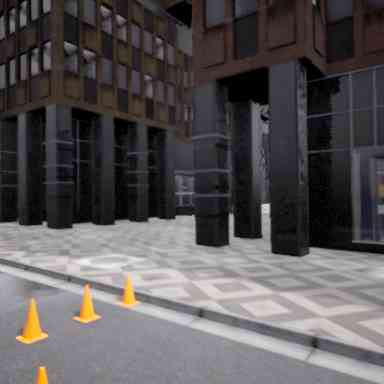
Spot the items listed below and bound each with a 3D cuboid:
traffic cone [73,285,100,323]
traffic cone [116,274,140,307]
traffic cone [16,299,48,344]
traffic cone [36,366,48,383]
[{"bbox_3d":[-1.878,1.960,5.942,0.340,0.580,0.340,0,0,36],"label":"traffic cone"},{"bbox_3d":[-1.292,1.966,6.754,0.340,0.580,0.340,0,-1,36],"label":"traffic cone"},{"bbox_3d":[-2.463,1.955,5.131,0.340,0.580,0.340,0,0,36],"label":"traffic cone"},{"bbox_3d":[-1.426,1.957,3.150,0.340,0.580,0.340,0,0,36],"label":"traffic cone"}]
